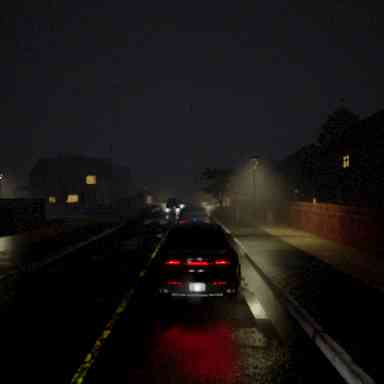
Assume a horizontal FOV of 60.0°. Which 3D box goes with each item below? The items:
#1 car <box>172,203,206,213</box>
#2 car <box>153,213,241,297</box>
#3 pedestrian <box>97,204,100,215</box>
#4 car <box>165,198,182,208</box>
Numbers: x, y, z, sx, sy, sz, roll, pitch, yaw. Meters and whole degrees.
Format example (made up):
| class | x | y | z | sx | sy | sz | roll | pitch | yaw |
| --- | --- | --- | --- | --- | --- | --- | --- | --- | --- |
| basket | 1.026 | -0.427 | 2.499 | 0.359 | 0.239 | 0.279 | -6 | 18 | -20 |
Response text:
| class | x | y | z | sx | sy | sz | roll | pitch | yaw |
| --- | --- | --- | --- | --- | --- | --- | --- | --- | --- |
| car | 0.060 | 1.577 | 19.155 | 2.033 | 1.411 | 5.357 | 0 | 0 | -1 |
| car | 0.101 | 1.513 | 8.575 | 1.837 | 1.490 | 4.892 | 0 | 0 | 0 |
| pedestrian | -9.908 | 1.504 | 35.299 | 0.375 | 1.860 | 0.375 | 0 | -2 | 5 |
| car | -2.832 | 1.642 | 49.415 | 1.837 | 1.490 | 4.892 | 0 | 0 | 1 |
